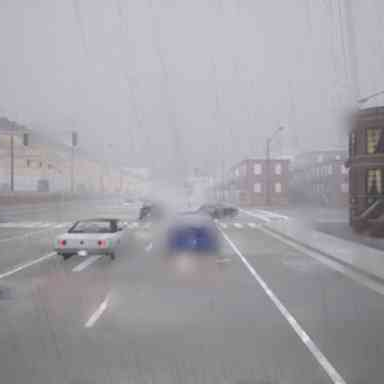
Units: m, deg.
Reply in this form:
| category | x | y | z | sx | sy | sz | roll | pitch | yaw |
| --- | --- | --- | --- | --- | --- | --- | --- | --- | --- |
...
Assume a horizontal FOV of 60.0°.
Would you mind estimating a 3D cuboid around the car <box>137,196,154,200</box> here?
| category | x | y | z | sx | sy | sz | roll | pitch | yaw |
| --- | --- | --- | --- | --- | --- | --- | --- | --- | --- |
| car | -10.516 | 1.633 | 75.487 | 2.097 | 1.767 | 4.553 | 0 | 0 | 0 |

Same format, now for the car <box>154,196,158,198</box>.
| category | x | y | z | sx | sy | sz | roll | pitch | yaw |
| --- | --- | --- | --- | --- | --- | --- | --- | --- | --- |
| car | -10.519 | 1.773 | 91.859 | 1.837 | 1.490 | 4.892 | 0 | 0 | 0 |

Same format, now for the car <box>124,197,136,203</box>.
| category | x | y | z | sx | sy | sz | roll | pitch | yaw |
| --- | --- | --- | --- | --- | --- | --- | --- | --- | --- |
| car | -14.016 | 1.830 | 75.461 | 1.994 | 1.385 | 4.181 | 0 | 0 | 0 |

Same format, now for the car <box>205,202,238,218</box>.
| category | x | y | z | sx | sy | sz | roll | pitch | yaw |
| --- | --- | --- | --- | --- | --- | --- | --- | --- | --- |
| car | 2.357 | 1.598 | 28.744 | 2.128 | 1.511 | 4.902 | -1 | -1 | 32 |

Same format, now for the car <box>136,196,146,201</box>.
| category | x | y | z | sx | sy | sz | roll | pitch | yaw |
| --- | --- | --- | --- | --- | --- | --- | --- | --- | --- |
| car | -14.019 | 1.868 | 91.830 | 1.895 | 1.301 | 4.718 | 0 | 0 | 0 |

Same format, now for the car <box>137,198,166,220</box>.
| category | x | y | z | sx | sy | sz | roll | pitch | yaw |
| --- | --- | --- | --- | --- | --- | --- | --- | --- | --- |
| car | -3.435 | 1.615 | 29.360 | 1.837 | 1.490 | 4.892 | 0 | 0 | 0 |

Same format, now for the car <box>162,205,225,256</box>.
| category | x | y | z | sx | sy | sz | roll | pitch | yaw |
| --- | --- | --- | --- | --- | --- | --- | --- | --- | --- |
| car | 0.059 | 1.527 | 13.372 | 1.882 | 1.535 | 5.008 | 0 | 0 | 0 |

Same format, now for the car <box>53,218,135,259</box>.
| category | x | y | z | sx | sy | sz | roll | pitch | yaw |
| --- | --- | --- | --- | --- | --- | --- | --- | --- | --- |
| car | -3.442 | 1.648 | 12.743 | 1.895 | 1.301 | 4.718 | 0 | 0 | 0 |
